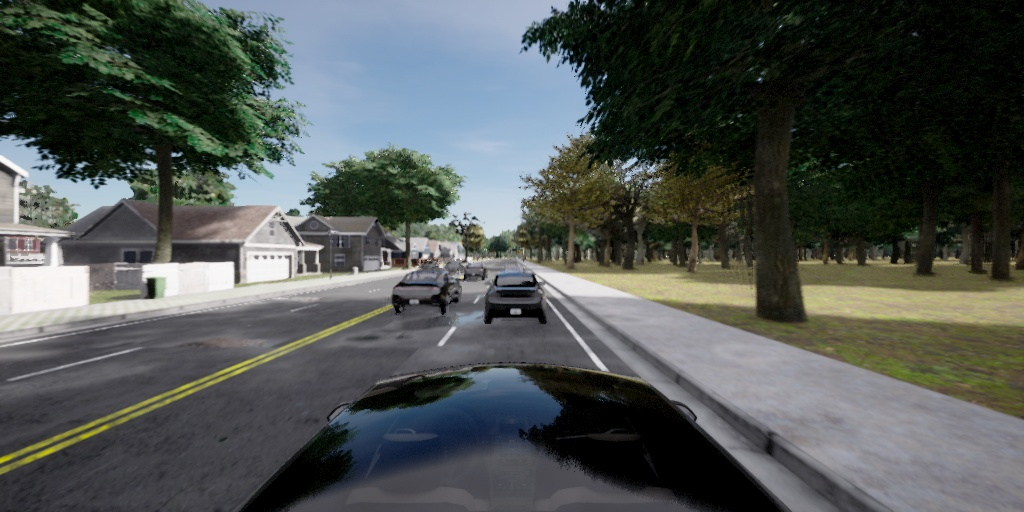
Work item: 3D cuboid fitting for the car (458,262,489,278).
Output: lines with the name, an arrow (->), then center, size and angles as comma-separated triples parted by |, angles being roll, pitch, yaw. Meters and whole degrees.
car -> -3.146, 1.311, 31.854 | 2.128, 1.511, 4.902 | 0, 0, 0

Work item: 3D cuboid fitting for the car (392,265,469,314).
car -> -3.146, 1.271, 13.966 | 2.128, 1.511, 4.902 | 0, 0, 0

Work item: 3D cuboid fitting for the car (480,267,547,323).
car -> 0.104, 1.280, 12.207 | 1.837, 1.490, 4.892 | 0, 0, 0

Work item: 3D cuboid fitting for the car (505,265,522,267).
car -> 0.105, 1.417, 30.463 | 1.895, 1.301, 4.718 | 0, 0, 0

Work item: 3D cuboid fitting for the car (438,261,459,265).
car -> -6.586, 1.343, 40.176 | 1.837, 1.490, 4.892 | 0, 0, 0

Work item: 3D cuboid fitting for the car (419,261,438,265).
car -> -9.833, 1.347, 42.610 | 1.837, 1.490, 4.892 | 0, 0, 0
